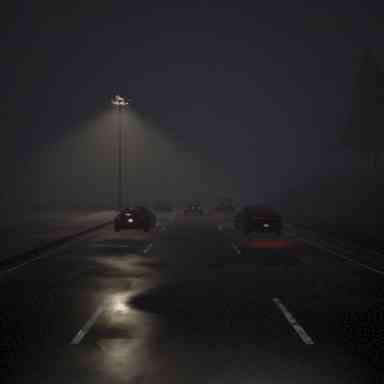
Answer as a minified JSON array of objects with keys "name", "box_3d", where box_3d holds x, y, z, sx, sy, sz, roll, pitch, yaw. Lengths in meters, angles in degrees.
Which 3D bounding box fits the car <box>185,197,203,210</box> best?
[{"name":"car","box_3d":[0.324,1.492,43.950,2.128,1.511,4.902,0,0,2]}]

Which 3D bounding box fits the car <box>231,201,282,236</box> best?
[{"name":"car","box_3d":[3.600,1.478,18.615,1.882,1.535,5.008,0,0,0]}]

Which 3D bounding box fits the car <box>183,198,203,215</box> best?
[{"name":"car","box_3d":[0.104,1.547,34.173,2.033,1.411,5.357,0,0,0]}]

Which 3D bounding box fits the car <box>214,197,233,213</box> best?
[{"name":"car","box_3d":[3.636,1.352,37.633,2.097,1.767,4.553,0,0,1]}]

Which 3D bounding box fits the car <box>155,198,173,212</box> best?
[{"name":"car","box_3d":[-3.345,1.478,39.201,1.882,1.535,5.008,0,0,1]}]

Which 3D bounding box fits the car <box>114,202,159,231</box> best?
[{"name":"car","box_3d":[-3.400,1.564,20.386,1.994,1.385,4.181,0,0,0]}]
